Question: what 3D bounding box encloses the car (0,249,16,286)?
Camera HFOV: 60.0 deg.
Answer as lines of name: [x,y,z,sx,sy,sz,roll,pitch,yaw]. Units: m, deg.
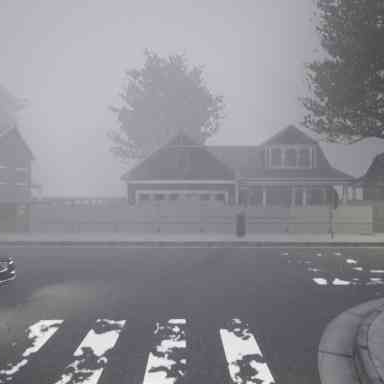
car: [-6.405,1.507,7.608,4.892,1.490,1.837,0,-1,17]
